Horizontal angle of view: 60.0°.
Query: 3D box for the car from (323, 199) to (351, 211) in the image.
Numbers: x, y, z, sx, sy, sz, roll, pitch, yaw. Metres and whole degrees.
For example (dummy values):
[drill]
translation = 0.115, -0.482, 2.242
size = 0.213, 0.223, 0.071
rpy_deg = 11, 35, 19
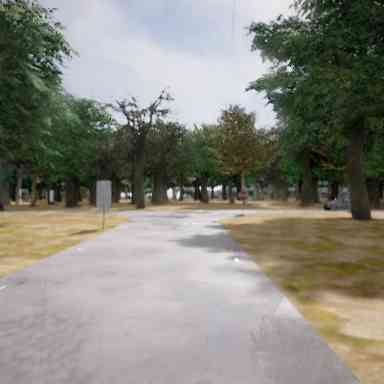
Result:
[car]
translation = 17.559, 1.538, 38.771
size = 4.181, 1.385, 1.994
rpy_deg = 0, -2, 2
